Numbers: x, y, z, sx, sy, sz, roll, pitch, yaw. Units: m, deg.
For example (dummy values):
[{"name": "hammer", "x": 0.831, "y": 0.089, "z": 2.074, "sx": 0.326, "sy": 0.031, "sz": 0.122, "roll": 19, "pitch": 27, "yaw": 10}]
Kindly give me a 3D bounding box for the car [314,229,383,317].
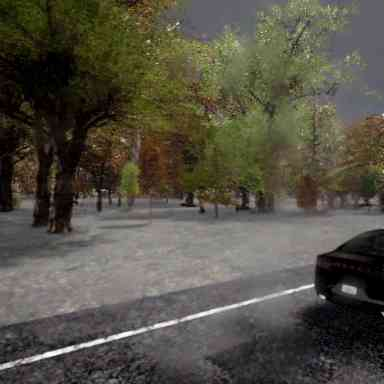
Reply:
[{"name": "car", "x": 4.689, "y": 1.519, "z": 7.090, "sx": 5.008, "sy": 1.535, "sz": 1.882, "roll": 0, "pitch": 0, "yaw": -35}]
